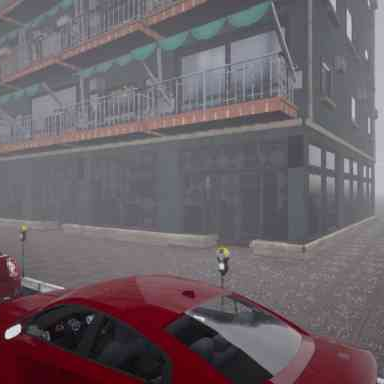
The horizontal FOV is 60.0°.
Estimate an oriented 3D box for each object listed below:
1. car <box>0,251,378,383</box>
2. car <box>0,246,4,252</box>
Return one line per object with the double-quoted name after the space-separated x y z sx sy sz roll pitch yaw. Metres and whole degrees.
-0.634 1.545 3.331 4.507 1.381 1.887 0 0 36 "car"
-5.219 1.440 6.610 4.097 1.590 1.967 0 0 36 "car"
